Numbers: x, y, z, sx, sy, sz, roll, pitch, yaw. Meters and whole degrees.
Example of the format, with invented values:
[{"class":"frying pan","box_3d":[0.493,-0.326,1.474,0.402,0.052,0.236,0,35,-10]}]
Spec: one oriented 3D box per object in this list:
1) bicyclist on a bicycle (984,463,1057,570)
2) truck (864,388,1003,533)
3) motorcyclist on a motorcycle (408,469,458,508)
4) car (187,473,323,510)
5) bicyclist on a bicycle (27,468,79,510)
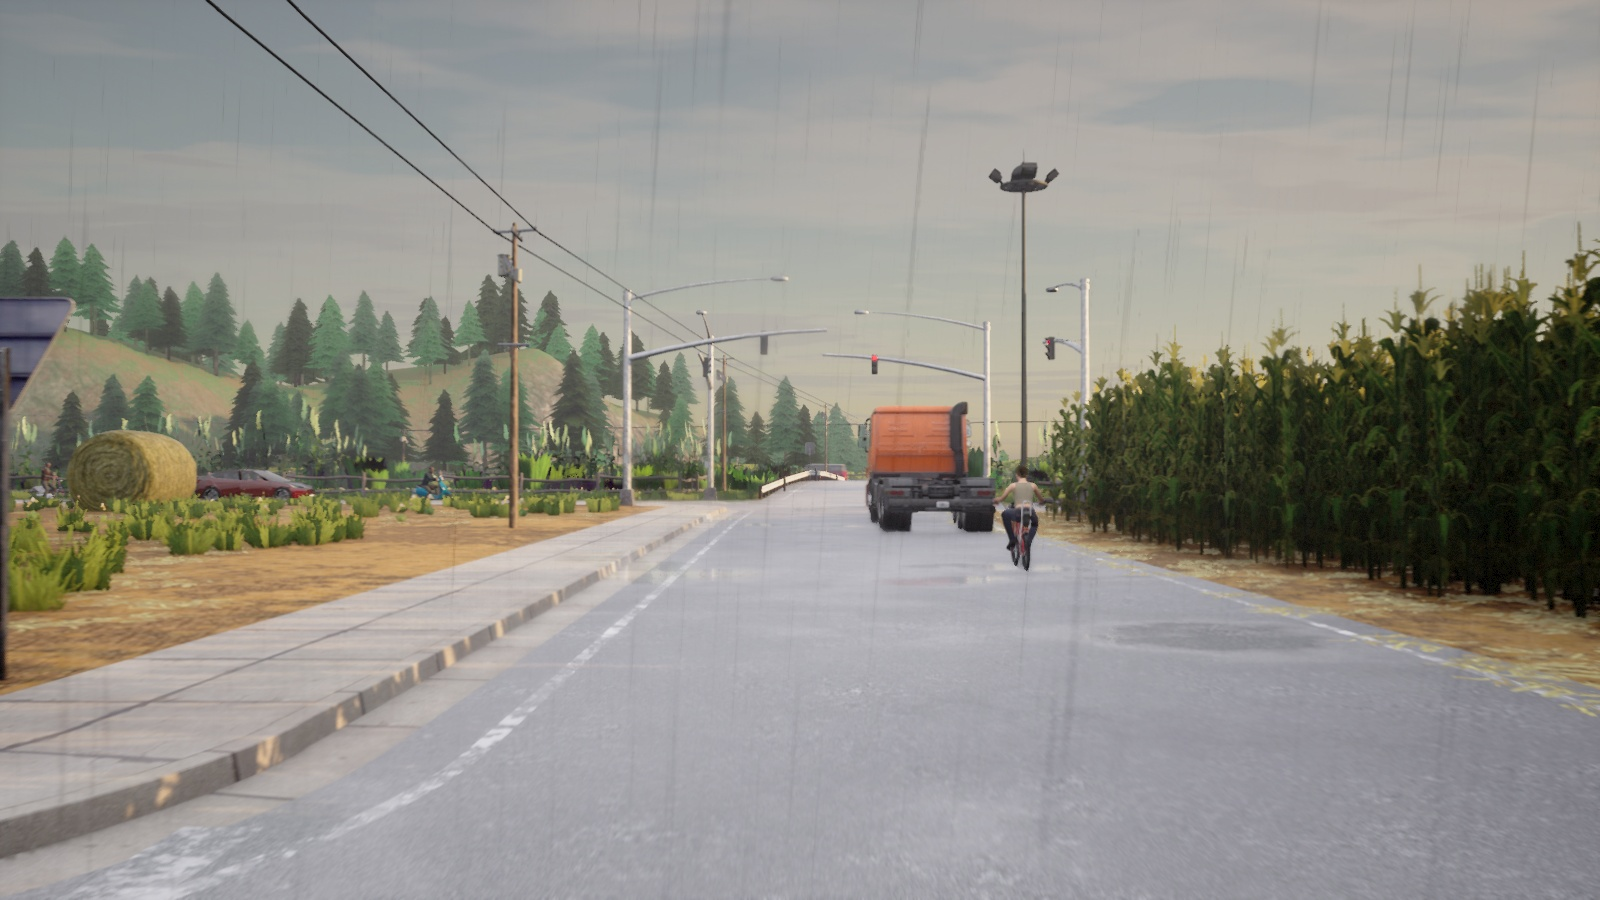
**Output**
[{"class":"bicyclist on a bicycle","box_3d":[3.440,1.017,19.693,0.866,1.612,1.509,0,-1,0]},{"class":"truck","box_3d":[3.408,0.308,34.129,2.891,3.462,7.936,0,-1,0]},{"class":"motorcyclist on a motorcycle","box_3d":[-15.361,1.610,52.536,1.817,1.590,0.866,0,-1,3]},{"class":"car","box_3d":[-22.917,1.715,52.902,4.792,1.488,2.163,0,-1,3]},{"class":"bicyclist on a bicycle","box_3d":[-31.707,1.655,53.335,1.843,1.776,0.659,-1,-1,3]}]
